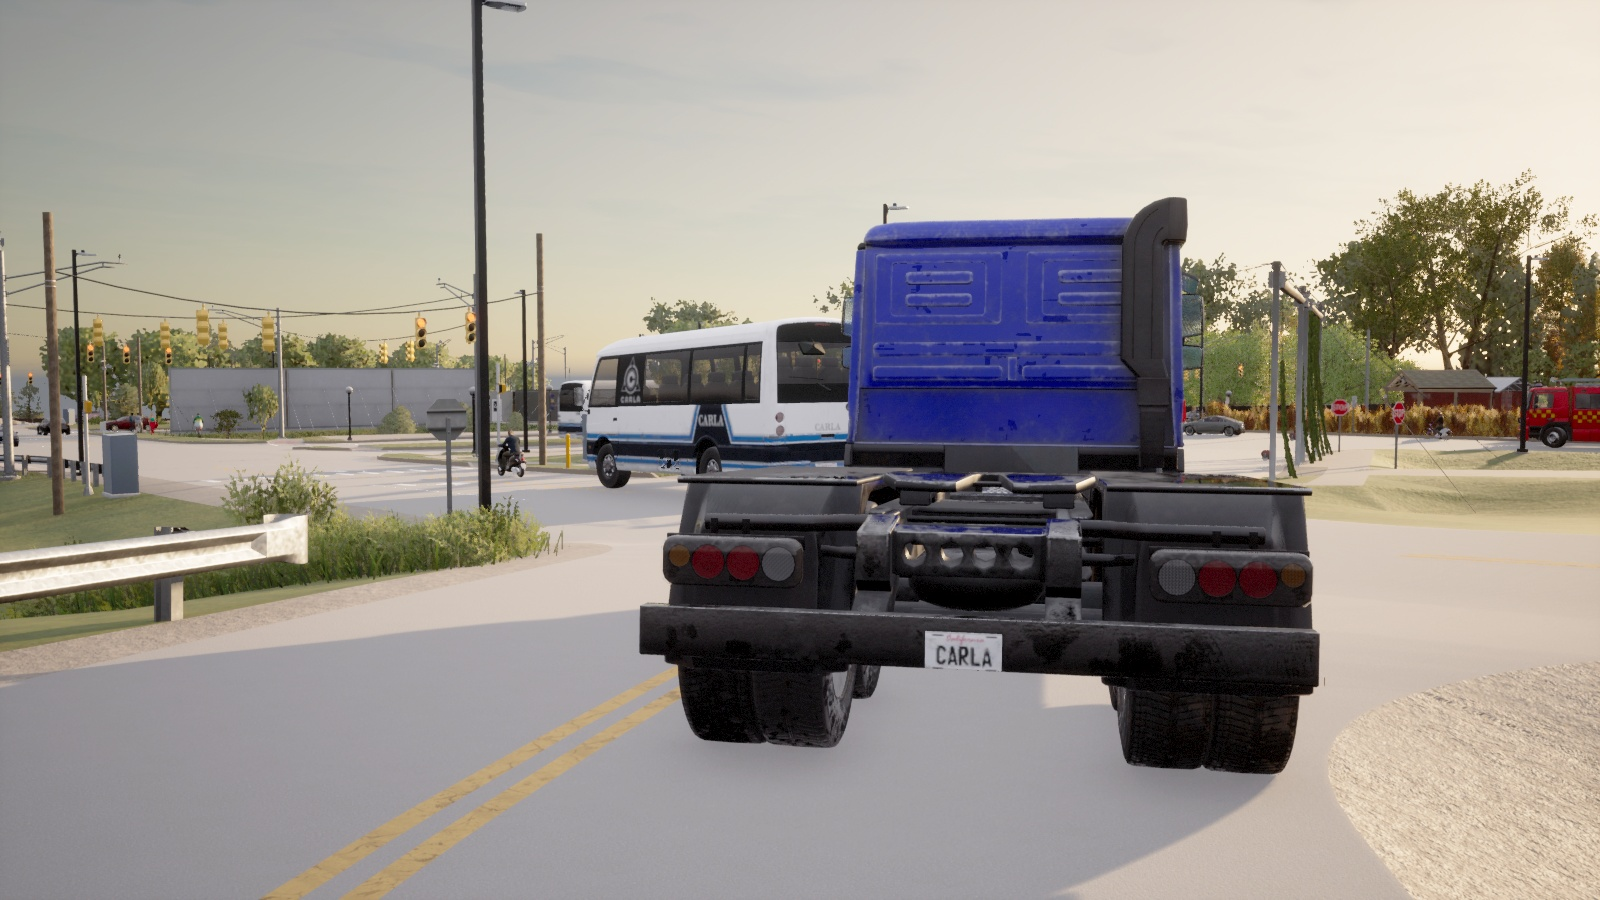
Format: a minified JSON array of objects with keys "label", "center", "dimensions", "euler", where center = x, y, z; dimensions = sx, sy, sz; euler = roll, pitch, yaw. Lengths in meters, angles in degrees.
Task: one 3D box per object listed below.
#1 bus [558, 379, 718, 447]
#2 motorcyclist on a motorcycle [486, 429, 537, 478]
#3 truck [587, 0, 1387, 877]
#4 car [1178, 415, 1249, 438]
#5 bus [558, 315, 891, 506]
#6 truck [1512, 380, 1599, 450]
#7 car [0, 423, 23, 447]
[{"label":"bus","center":[-10.772,-2.614,84.718],"dimensions":[10.273,4.253,3.944],"euler":[-4,4,-44]},{"label":"motorcyclist on a motorcycle","center":[-9.694,0.094,42.164],"dimensions":[0.866,1.590,1.817],"euler":[-3,3,-41]},{"label":"truck","center":[1.377,-0.288,8.546],"dimensions":[2.891,3.462,7.936],"euler":[1,1,11]},{"label":"car","center":[28.313,-1.623,86.093],"dimensions":[4.181,1.385,1.994],"euler":[2,4,37]},{"label":"bus","center":[-2.402,-1.042,33.243],"dimensions":[3.944,4.253,10.273],"euler":[-2,2,-35]},{"label":"truck","center":[44.258,-1.949,69.242],"dimensions":[8.468,3.827,2.891],"euler":[1,3,26]},{"label":"car","center":[-52.965,-1.007,82.950],"dimensions":[2.033,1.411,5.357],"euler":[-3,3,-39]}]
